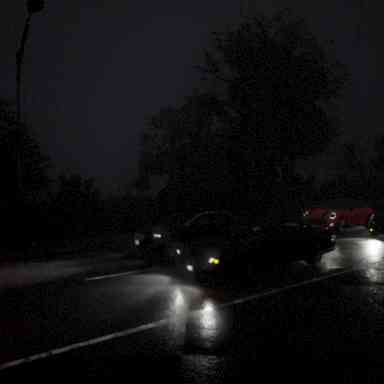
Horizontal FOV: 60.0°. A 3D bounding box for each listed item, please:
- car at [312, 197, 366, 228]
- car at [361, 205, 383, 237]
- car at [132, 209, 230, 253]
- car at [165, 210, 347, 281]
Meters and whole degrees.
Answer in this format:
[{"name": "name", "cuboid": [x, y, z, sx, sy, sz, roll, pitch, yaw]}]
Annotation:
[{"name": "car", "cuboid": [8.182, 1.185, 18.600, 4.553, 1.767, 2.097, -1, 0, -36]}, {"name": "car", "cuboid": [10.171, 1.396, 15.723, 4.181, 1.385, 1.994, -1, 0, -36]}, {"name": "car", "cuboid": [0.125, 1.423, 12.738, 4.902, 1.511, 2.128, -1, 0, -36]}, {"name": "car", "cuboid": [2.098, 1.478, 9.844, 5.357, 1.411, 2.033, -1, 0, -36]}]
